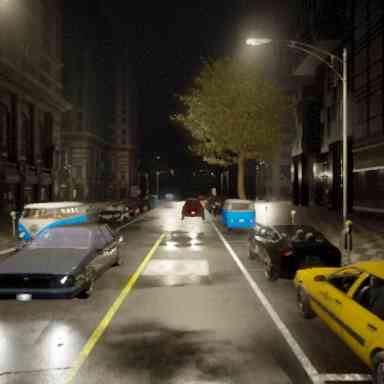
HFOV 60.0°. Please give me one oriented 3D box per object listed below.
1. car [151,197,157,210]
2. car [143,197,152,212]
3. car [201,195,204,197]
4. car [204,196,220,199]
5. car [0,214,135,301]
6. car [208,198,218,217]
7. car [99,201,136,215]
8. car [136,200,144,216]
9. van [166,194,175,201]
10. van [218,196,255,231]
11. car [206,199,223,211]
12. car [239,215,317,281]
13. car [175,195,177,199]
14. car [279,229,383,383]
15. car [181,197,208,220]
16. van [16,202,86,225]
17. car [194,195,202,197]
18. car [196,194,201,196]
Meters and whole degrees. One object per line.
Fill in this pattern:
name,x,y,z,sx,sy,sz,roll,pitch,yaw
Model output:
car,-5.793,1.598,41.170,1.947,1.339,4.313,0,0,0
car,-5.789,1.571,35.757,1.887,1.381,4.507,0,0,0
car,2.730,1.572,52.157,1.752,1.417,4.829,0,0,0
car,2.735,1.342,36.118,2.192,1.841,5.009,0,0,0
car,-3.084,1.552,8.771,2.033,1.411,5.357,0,0,0
car,2.739,1.573,30.829,2.008,1.369,4.403,0,0,0
car,-5.782,1.567,24.930,2.008,1.369,4.403,0,0,0
car,-5.785,1.603,30.343,1.802,1.307,4.206,0,0,0
van,-5.839,1.439,84.568,1.690,1.788,3.998,0,0,0
van,2.746,1.354,20.251,1.690,1.788,3.998,0,0,0
car,2.731,1.578,41.407,1.887,1.381,4.507,0,0,0
car,2.754,1.572,9.673,1.947,1.339,4.313,0,0,0
car,-5.841,1.653,90.093,1.887,1.381,4.507,0,0,0
car,2.757,1.528,4.554,1.752,1.417,4.829,0,0,0
car,0.083,1.497,28.535,1.882,1.535,5.008,0,0,0
van,-5.775,1.349,14.104,1.690,1.788,3.998,0,0,0
car,0.068,1.563,44.941,1.812,1.442,4.674,0,0,0
car,2.714,1.654,90.080,1.887,1.381,4.507,0,0,0
